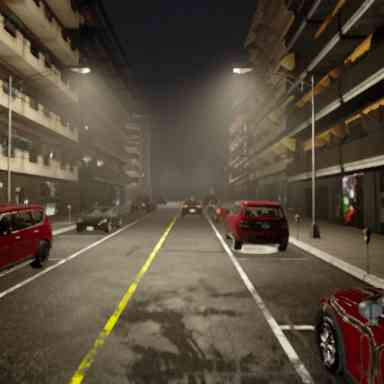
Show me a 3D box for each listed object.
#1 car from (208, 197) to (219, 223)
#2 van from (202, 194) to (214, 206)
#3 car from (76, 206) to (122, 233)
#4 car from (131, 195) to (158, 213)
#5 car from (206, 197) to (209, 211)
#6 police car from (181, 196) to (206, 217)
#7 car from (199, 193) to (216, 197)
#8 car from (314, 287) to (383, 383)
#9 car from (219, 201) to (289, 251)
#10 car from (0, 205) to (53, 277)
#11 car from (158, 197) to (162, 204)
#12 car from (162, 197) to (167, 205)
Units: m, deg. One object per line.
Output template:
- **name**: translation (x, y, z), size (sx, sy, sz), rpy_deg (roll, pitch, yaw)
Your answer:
- **car**: translation (2.543, 1.397, 24.979), size (1.967, 1.590, 4.097), rpy_deg (1, 0, 0)
- **van**: translation (2.537, 1.294, 52.636), size (1.690, 1.788, 3.998), rpy_deg (1, 0, 0)
- **car**: translation (-5.304, 1.528, 19.505), size (1.947, 1.339, 4.313), rpy_deg (1, 0, 0)
- **car**: translation (-5.303, 1.264, 36.094), size (2.192, 1.841, 5.009), rpy_deg (1, 0, 0)
- **car**: translation (2.537, 1.531, 36.041), size (1.802, 1.307, 4.206), rpy_deg (1, 0, 0)
- **police car**: translation (0.022, 1.458, 31.202), size (2.038, 1.542, 4.974), rpy_deg (0, 0, 0)
- **car**: translation (2.539, 1.265, 47.104), size (2.192, 1.841, 5.009), rpy_deg (1, 0, 0)
- **car**: translation (2.592, 1.434, 2.854), size (1.967, 1.590, 4.097), rpy_deg (1, 0, 0)
- **car**: translation (2.550, 1.286, 13.915), size (2.192, 1.841, 5.009), rpy_deg (1, 0, 0)
- **car**: translation (-5.294, 1.297, 8.441), size (2.192, 1.841, 5.009), rpy_deg (1, 0, 0)
- **car**: translation (-5.311, 1.493, 41.626), size (1.887, 1.381, 4.507), rpy_deg (1, 0, 0)
- **car**: translation (-5.317, 1.540, 58.219), size (1.802, 1.307, 4.206), rpy_deg (1, 0, 0)
